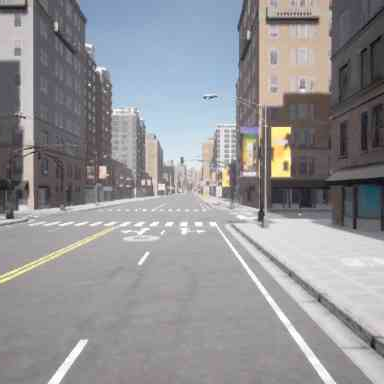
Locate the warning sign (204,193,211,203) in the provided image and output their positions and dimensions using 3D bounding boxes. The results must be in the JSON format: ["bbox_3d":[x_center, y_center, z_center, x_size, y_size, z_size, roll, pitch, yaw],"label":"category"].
[{"bbox_3d":[2.853,1.094,60.545,1.300,1.860,1.060,0,0,0],"label":"warning sign"}]
